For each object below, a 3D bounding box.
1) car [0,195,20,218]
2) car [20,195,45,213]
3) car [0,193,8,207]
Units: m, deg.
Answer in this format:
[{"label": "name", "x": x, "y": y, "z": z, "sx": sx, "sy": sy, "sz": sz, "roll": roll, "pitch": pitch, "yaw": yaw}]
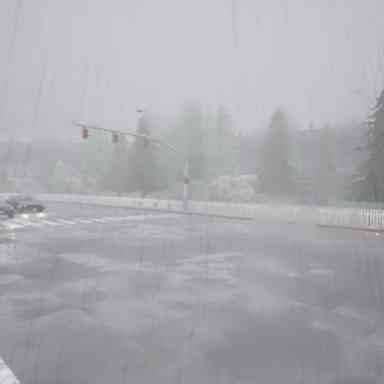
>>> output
[{"label": "car", "x": -14.119, "y": 1.030, "z": 23.498, "sx": 1.812, "sy": 1.442, "sz": 4.674, "roll": 0, "pitch": 1, "yaw": -45}, {"label": "car", "x": -14.649, "y": 0.991, "z": 29.066, "sx": 2.033, "sy": 1.411, "sz": 5.357, "roll": 0, "pitch": 1, "yaw": -43}, {"label": "car", "x": -21.626, "y": 0.802, "z": 35.644, "sx": 4.674, "sy": 1.442, "sz": 1.812, "roll": 1, "pitch": 1, "yaw": 40}]
